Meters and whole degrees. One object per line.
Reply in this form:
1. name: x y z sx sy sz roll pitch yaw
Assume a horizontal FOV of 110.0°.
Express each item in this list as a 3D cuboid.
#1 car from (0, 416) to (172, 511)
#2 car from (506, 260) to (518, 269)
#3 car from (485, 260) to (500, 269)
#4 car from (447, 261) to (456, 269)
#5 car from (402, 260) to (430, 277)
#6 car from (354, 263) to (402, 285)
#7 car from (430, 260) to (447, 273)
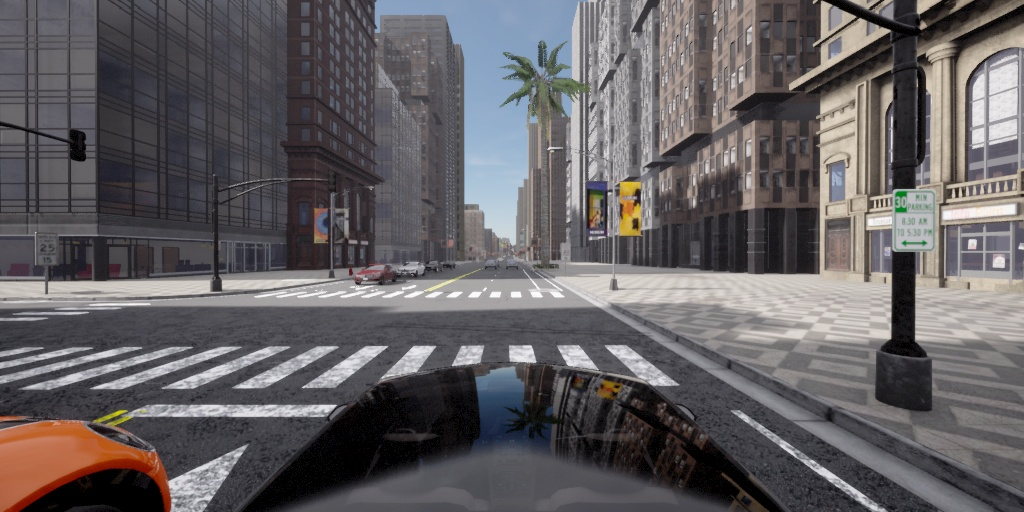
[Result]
1. car: -3.150 1.102 0.290 2.097 1.767 4.553 0 0 0
2. car: 0.013 1.334 55.768 2.033 1.411 5.357 0 0 0
3. car: -3.237 1.334 55.769 2.033 1.411 5.357 0 0 0
4. car: -9.792 1.386 54.857 1.895 1.301 4.718 0 0 0
5. car: -9.840 1.286 35.300 1.812 1.442 4.674 0 0 0
6. car: -9.846 1.281 26.308 1.812 1.442 4.674 0 0 -1
7. car: -9.837 1.274 44.557 1.837 1.490 4.892 0 0 0
